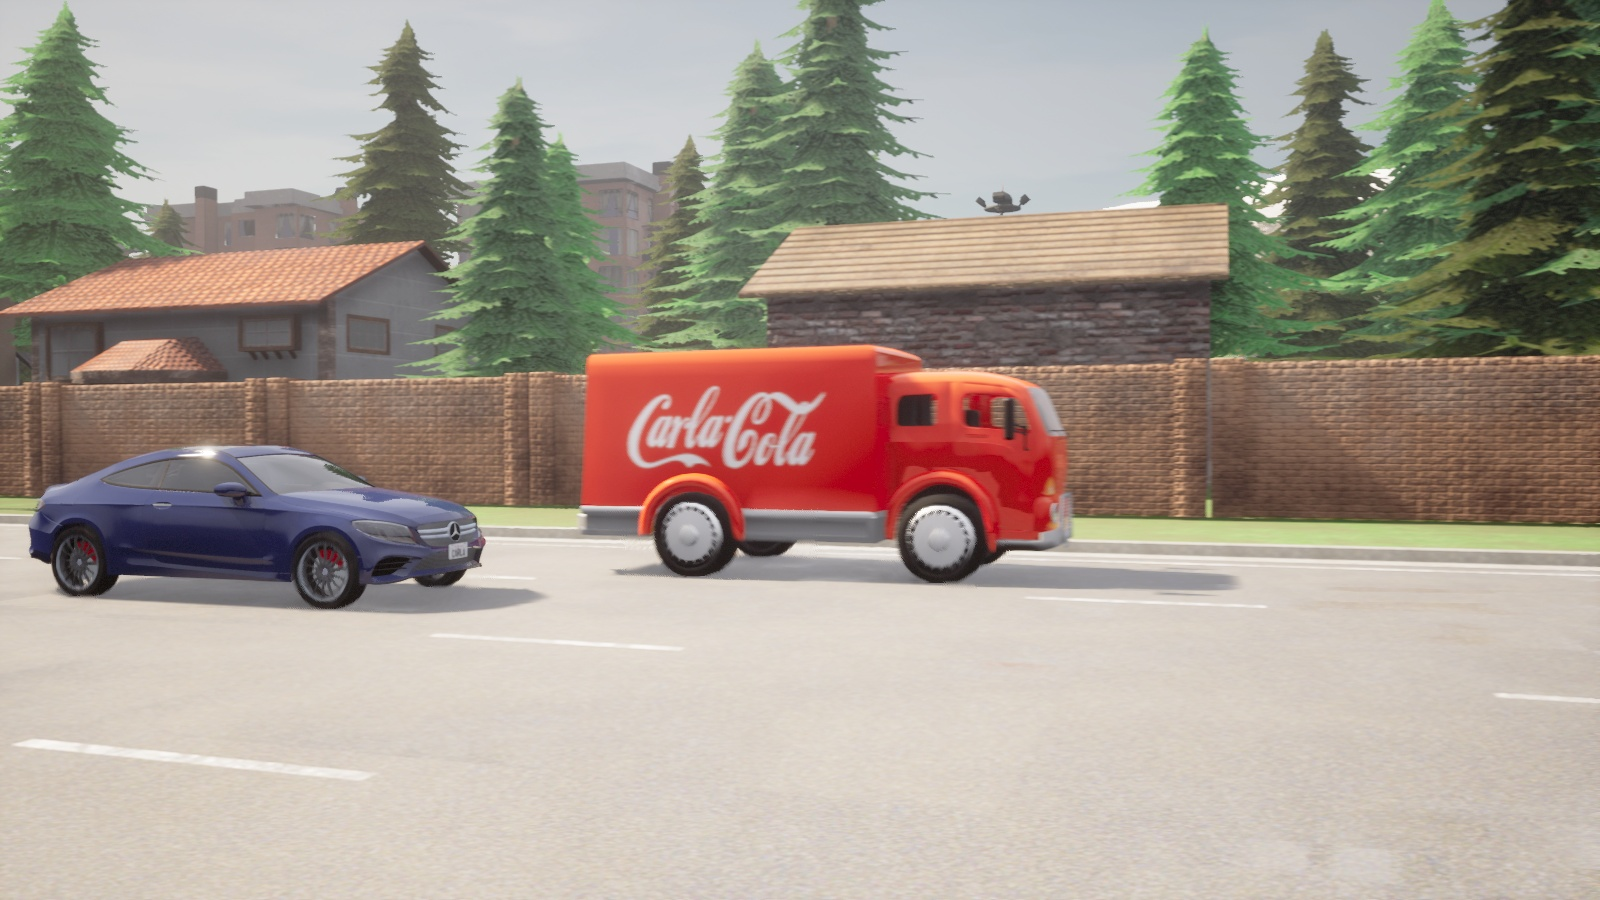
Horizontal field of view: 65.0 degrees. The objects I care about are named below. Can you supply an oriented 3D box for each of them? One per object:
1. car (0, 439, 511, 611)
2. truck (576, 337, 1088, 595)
[{"bbox_3d":[-5.382,0.634,12.389,4.674,1.442,1.812,1,1,19],"label":"car"},{"bbox_3d":[0.440,0.115,14.115,5.204,2.467,2.627,1,1,19],"label":"truck"}]
